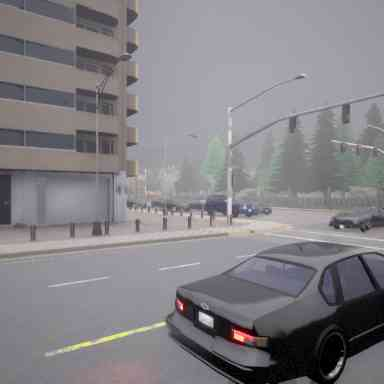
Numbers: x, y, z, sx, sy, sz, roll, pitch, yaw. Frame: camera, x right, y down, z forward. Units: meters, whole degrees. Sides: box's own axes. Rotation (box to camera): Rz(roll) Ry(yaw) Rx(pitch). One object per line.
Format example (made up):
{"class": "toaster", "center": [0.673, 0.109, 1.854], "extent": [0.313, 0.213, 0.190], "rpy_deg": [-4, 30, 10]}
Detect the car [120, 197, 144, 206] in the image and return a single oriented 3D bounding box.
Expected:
{"class": "car", "center": [-10.339, 1.603, 56.893], "extent": [2.033, 1.411, 5.357], "rpy_deg": [0, 0, -35]}

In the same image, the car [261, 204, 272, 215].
{"class": "car", "center": [6.110, 1.619, 33.974], "extent": [1.994, 1.385, 4.181], "rpy_deg": [0, 0, -36]}

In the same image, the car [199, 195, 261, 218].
{"class": "car", "center": [3.488, 1.277, 31.624], "extent": [2.150, 2.045, 5.566], "rpy_deg": [0, 0, -36]}

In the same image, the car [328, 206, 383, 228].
{"class": "car", "center": [10.497, 1.555, 20.055], "extent": [5.357, 1.411, 2.033], "rpy_deg": [0, 0, -35]}

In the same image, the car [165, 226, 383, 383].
{"class": "car", "center": [2.217, 1.547, 5.361], "extent": [5.357, 1.411, 2.033], "rpy_deg": [0, 0, -35]}

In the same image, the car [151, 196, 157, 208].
{"class": "car", "center": [-4.164, 1.407, 48.252], "extent": [2.097, 1.767, 4.553], "rpy_deg": [0, 0, -36]}

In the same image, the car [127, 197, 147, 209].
{"class": "car", "center": [-8.185, 1.560, 47.846], "extent": [1.837, 1.490, 4.892], "rpy_deg": [0, 0, -36]}

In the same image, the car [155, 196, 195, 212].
{"class": "car", "center": [-2.106, 1.560, 39.393], "extent": [1.837, 1.490, 4.892], "rpy_deg": [0, 0, -36]}

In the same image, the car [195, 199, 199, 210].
{"class": "car", "center": [1.077, 1.581, 40.976], "extent": [1.812, 1.442, 4.674], "rpy_deg": [0, 0, -36]}
